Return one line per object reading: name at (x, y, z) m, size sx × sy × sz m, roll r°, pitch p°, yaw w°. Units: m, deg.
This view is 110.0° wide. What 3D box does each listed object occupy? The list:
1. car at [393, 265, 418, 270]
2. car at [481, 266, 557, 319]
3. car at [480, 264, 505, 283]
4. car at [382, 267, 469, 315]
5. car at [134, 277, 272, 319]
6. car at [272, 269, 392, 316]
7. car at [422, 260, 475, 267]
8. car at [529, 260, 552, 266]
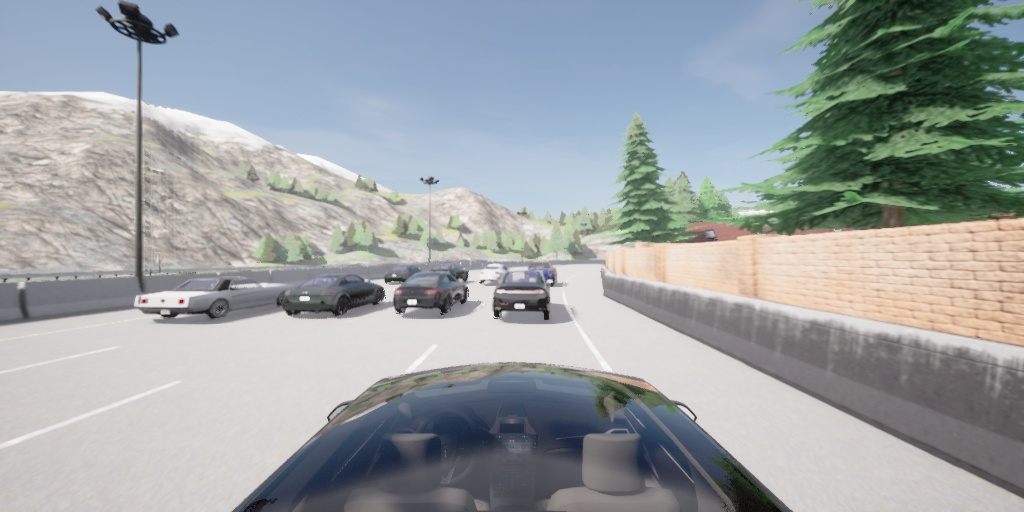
car at (-8.180, 1.393, 28.029) m, size 1.994 × 1.385 × 4.181 m, roll 0°, pitch 0°, yaw 11°
car at (0.446, 1.276, 12.952) m, size 2.128 × 1.511 × 4.902 m, roll 0°, pitch 0°, yaw 5°
car at (-1.156, 1.353, 27.517) m, size 1.812 × 1.442 × 4.674 m, roll 0°, pitch 0°, yaw 11°
car at (-2.988, 1.311, 13.796) m, size 1.812 × 1.442 × 4.674 m, roll 0°, pitch 0°, yaw 5°
car at (-10.104, 1.384, 12.871) m, size 1.895 × 1.301 × 4.718 m, roll 0°, pitch 0°, yaw 5°
car at (-6.517, 1.350, 13.597) m, size 1.994 × 1.385 × 4.181 m, roll 0°, pitch 0°, yaw 5°
car at (-4.749, 1.319, 27.356) m, size 2.128 × 1.511 × 4.902 m, roll 0°, pitch 0°, yaw 11°
car at (2.171, 1.175, 26.275) m, size 2.097 × 1.767 × 4.553 m, roll 0°, pitch 0°, yaw 11°
